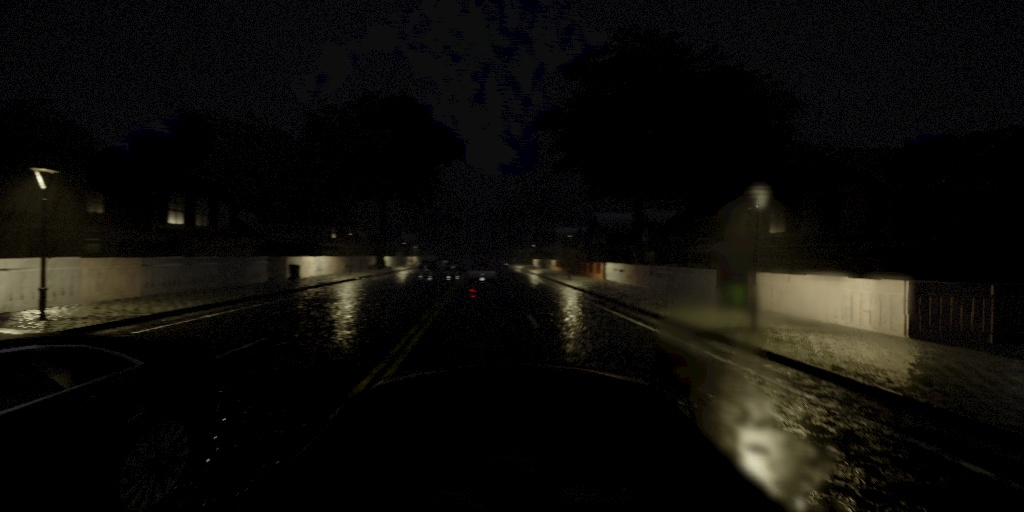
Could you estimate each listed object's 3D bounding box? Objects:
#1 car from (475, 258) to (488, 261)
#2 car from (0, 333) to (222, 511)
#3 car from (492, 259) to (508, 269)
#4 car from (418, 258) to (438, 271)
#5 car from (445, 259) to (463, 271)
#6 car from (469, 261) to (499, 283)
[{"bbox_3d":[-5.184,1.043,60.906,2.097,1.767,4.553,1,0,-5],"label":"car"},{"bbox_3d":[-3.475,1.170,1.271,2.128,1.511,4.902,1,0,-5],"label":"car"},{"bbox_3d":[-1.704,1.305,58.339,2.033,1.411,5.357,1,0,-5],"label":"car"},{"bbox_3d":[-10.505,1.046,45.027,2.128,1.511,4.902,1,0,-5],"label":"car"},{"bbox_3d":[-7.271,1.113,45.354,2.128,1.511,4.902,1,0,-5],"label":"car"},{"bbox_3d":[-2.254,1.303,27.096,1.895,1.301,4.718,1,0,-5],"label":"car"}]
